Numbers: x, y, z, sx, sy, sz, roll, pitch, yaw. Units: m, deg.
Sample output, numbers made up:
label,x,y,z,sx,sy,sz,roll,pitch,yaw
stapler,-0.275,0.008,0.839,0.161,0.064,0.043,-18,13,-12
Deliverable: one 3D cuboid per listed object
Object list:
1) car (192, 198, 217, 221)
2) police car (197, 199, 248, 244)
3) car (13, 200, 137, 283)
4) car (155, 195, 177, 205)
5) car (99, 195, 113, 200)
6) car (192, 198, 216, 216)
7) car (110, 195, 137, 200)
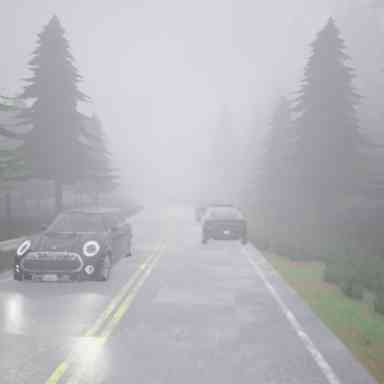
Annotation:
label,x,y,z,sx,sy,sz,roll,pitch,yaw
car,1.292,1.226,25.518,2.097,1.767,4.553,0,0,-1
police car,1.366,1.356,15.541,1.930,1.638,5.238,0,0,1
car,-3.065,1.285,9.556,2.097,1.767,4.553,0,0,1
car,-4.133,1.224,51.970,1.837,1.490,4.892,-3,1,-32
car,-15.696,1.430,63.465,4.902,1.511,2.128,-2,3,29
car,1.077,1.346,31.617,1.837,1.490,4.892,0,0,-3
car,-11.226,1.539,56.113,1.895,1.301,4.718,-4,2,-45
